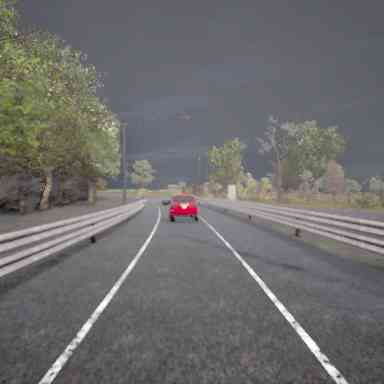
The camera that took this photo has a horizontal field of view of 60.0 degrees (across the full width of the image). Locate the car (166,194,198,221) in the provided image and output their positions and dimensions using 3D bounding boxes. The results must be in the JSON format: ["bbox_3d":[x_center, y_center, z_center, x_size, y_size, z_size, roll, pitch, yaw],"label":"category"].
[{"bbox_3d":[-0.780,1.215,27.328,2.150,2.045,5.566,0,0,-5],"label":"car"}]

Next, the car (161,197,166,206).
[{"bbox_3d":[-4.001,1.529,55.372,1.994,1.385,4.181,0,0,-9],"label":"car"}]
